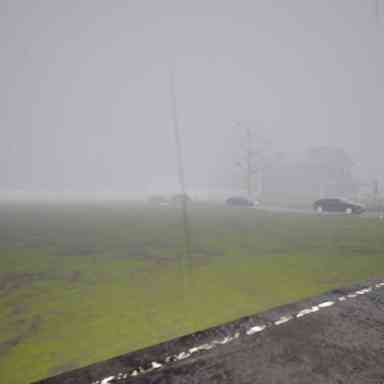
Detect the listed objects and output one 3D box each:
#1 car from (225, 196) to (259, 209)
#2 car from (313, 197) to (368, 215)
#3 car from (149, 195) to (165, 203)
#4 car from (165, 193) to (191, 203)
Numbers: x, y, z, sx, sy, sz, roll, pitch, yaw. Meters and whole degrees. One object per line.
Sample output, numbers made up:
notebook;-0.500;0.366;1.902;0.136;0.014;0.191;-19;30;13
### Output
car;6.178;1.214;41.401;2.128;1.511;4.902;-1;1;-35
car;13.615;1.264;30.817;1.837;1.490;4.892;-1;1;-35
car;-5.846;1.237;58.672;1.994;1.385;4.181;-1;0;-35
car;-2.189;1.004;58.428;2.097;1.767;4.553;-1;0;-35
